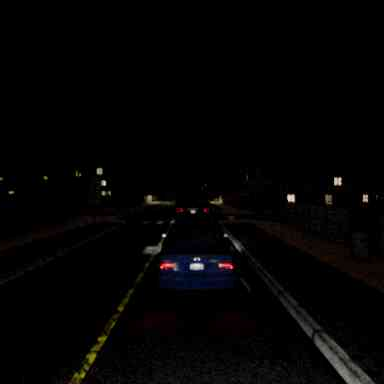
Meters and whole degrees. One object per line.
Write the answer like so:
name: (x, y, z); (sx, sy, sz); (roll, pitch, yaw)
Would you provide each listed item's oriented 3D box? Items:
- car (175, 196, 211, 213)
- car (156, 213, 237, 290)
car: (0.063, 1.259, 22.124); (2.150, 2.045, 5.566); (0, 0, 0)
car: (0.086, 1.563, 9.259); (2.033, 1.411, 5.357); (0, 0, 0)
